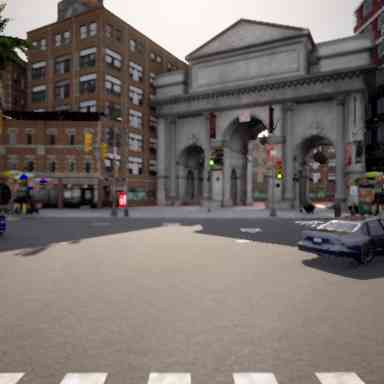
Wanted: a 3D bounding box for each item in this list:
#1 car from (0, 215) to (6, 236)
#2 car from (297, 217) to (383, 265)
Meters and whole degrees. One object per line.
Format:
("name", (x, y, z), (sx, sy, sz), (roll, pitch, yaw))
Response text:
("car", (-11.470, 1.455, 16.973), (5.008, 1.535, 1.882), (0, -1, 34))
("car", (6.195, 1.595, 11.875), (5.357, 1.411, 2.033), (0, 0, -30))
